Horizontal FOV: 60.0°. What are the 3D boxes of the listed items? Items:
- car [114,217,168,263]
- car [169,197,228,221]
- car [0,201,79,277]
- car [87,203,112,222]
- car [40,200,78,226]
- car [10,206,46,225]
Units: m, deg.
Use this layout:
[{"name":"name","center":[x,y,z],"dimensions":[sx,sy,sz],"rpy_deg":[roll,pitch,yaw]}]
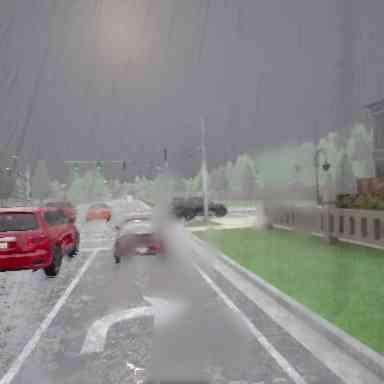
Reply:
[{"name":"car","center":[-1.980,1.698,12.793],"dimensions":[1.812,1.442,4.674],"rpy_deg":[-2,-1,-10]},{"name":"car","center":[0.578,1.453,30.068],"dimensions":[5.566,2.045,2.150],"rpy_deg":[-2,-2,-32]},{"name":"car","center":[-5.239,1.486,11.020],"dimensions":[2.150,2.045,5.566],"rpy_deg":[-2,0,-10]},{"name":"car","center":[-8.976,1.917,32.544],"dimensions":[2.097,1.767,4.553],"rpy_deg":[-2,0,-10]},{"name":"car","center":[-12.307,1.885,31.266],"dimensions":[2.150,2.045,5.566],"rpy_deg":[-2,-1,-10]},{"name":"car","center":[-16.177,2.284,33.145],"dimensions":[1.882,1.535,5.008],"rpy_deg":[-2,0,-10]}]
